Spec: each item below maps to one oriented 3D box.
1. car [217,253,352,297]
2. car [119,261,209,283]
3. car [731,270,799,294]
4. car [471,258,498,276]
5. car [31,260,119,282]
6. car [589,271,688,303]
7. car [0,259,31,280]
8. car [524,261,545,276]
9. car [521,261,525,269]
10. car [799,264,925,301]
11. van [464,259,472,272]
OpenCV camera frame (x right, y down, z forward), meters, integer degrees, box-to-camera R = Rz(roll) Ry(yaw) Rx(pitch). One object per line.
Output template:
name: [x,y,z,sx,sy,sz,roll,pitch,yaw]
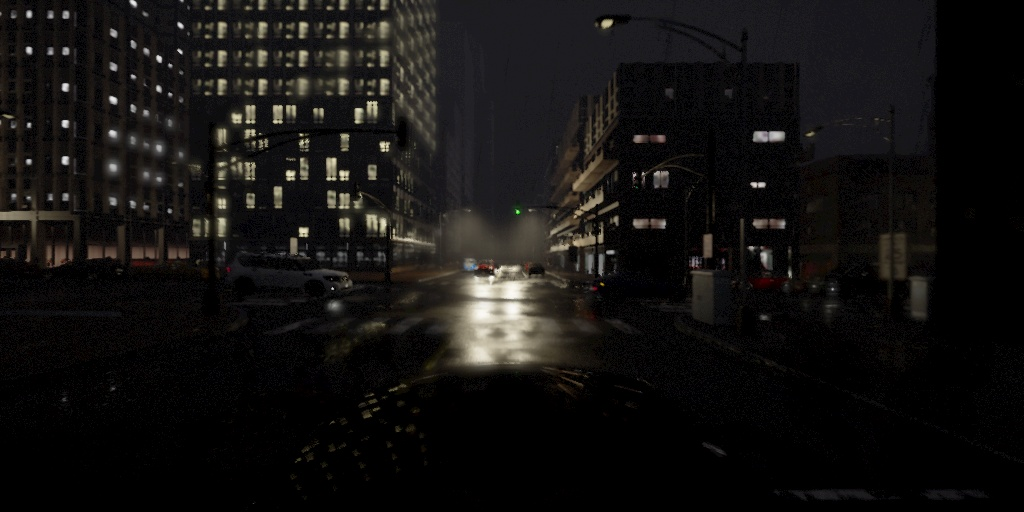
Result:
car: [-10.913,0.975,17.705,5.566,2.045,2.150,3,0,-1]
car: [-22.046,0.986,23.356,4.829,1.417,1.751,0,0,-1]
car: [16.012,1.616,23.697,4.097,1.591,1.967,0,0,-1]
car: [-3.085,1.299,41.201,2.097,1.767,4.553,0,0,0]
car: [-27.490,0.921,23.207,4.313,1.339,1.948,0,0,-1]
car: [6.251,1.507,17.897,4.674,1.442,1.812,1,0,-1]
car: [-33.109,0.832,23.144,4.207,1.307,1.802,0,0,-1]
car: [2.689,1.507,39.902,1.948,1.339,4.313,0,0,0]
car: [2.688,1.537,49.869,1.888,1.381,4.507,0,0,0]
car: [20.554,1.478,21.156,5.566,2.045,2.150,1,0,-1]
van: [-5.693,1.333,49.868,1.690,1.789,3.998,0,0,0]
